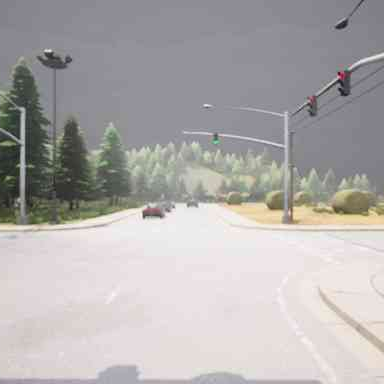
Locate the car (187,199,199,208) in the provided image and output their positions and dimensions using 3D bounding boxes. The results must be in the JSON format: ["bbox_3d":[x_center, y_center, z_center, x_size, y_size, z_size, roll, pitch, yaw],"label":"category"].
[{"bbox_3d":[0.078,1.951,56.943,1.812,1.442,4.674,0,0,0],"label":"car"}]

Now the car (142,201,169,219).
[{"bbox_3d":[-3.604,1.839,31.878,1.895,1.301,4.718,0,0,0],"label":"car"}]

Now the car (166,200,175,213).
[{"bbox_3d":[-3.604,1.863,42.321,2.033,1.411,5.357,0,0,0],"label":"car"}]
